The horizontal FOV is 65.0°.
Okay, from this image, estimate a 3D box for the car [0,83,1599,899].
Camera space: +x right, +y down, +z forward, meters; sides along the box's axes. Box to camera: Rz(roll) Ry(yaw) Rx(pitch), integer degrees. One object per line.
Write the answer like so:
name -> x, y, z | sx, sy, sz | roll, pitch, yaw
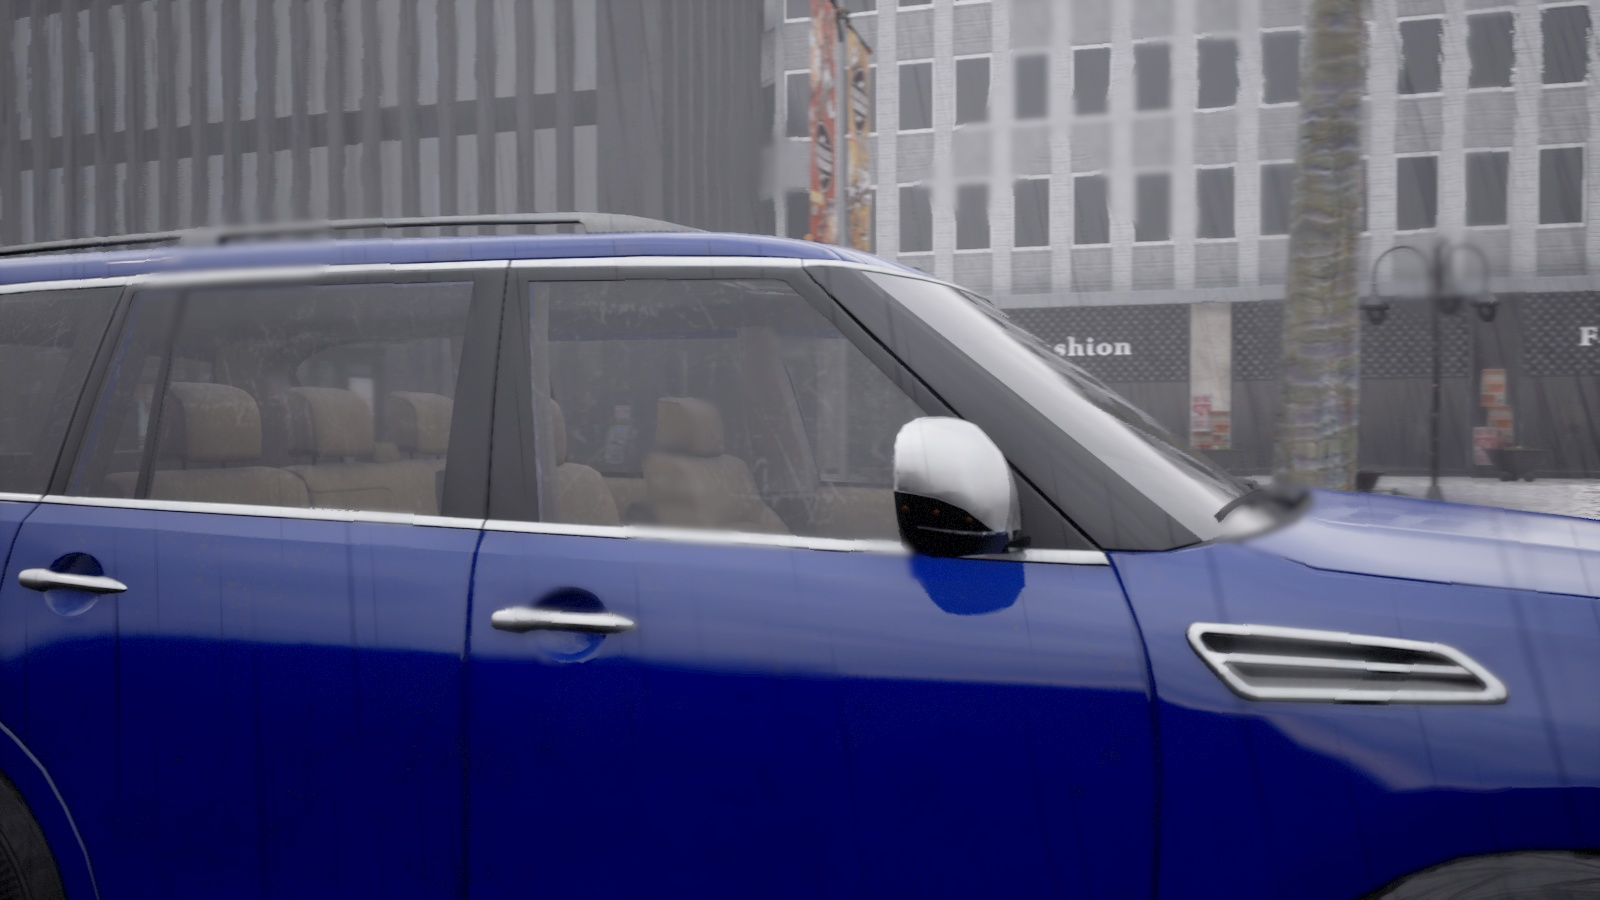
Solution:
car -> -0.252, 0.489, 3.283 | 5.566, 2.045, 2.150 | 0, 1, 17
